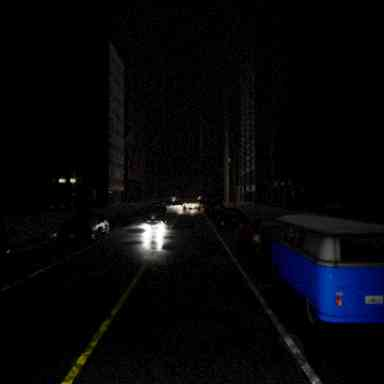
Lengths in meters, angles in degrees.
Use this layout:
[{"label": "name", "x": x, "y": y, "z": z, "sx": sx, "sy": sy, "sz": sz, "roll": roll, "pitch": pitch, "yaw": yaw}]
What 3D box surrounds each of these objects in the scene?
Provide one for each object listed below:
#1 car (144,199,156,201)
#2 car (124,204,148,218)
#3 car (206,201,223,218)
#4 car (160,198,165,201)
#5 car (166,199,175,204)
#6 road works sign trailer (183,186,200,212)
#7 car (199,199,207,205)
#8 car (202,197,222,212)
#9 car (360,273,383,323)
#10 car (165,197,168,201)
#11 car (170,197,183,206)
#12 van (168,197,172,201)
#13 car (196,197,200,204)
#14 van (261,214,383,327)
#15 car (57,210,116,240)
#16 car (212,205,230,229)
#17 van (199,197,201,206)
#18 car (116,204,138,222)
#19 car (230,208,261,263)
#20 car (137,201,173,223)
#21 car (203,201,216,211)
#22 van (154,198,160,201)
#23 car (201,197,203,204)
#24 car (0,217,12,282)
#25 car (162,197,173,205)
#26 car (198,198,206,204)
[{"label": "car", "x": -5.792, "y": 1.963, "z": 40.353, "sx": 1.752, "sy": 1.417, "sz": 4.829, "roll": 0, "pitch": -1, "yaw": 0}, {"label": "car", "x": -5.788, "y": 1.959, "z": 34.914, "sx": 1.802, "sy": 1.307, "sz": 4.206, "roll": 0, "pitch": -1, "yaw": 0}, {"label": "car", "x": 2.737, "y": 1.959, "z": 34.933, "sx": 1.802, "sy": 1.307, "sz": 4.206, "roll": 0, "pitch": -1, "yaw": 0}, {"label": "car", "x": -5.801, "y": 2.005, "z": 51.742, "sx": 1.967, "sy": 1.590, "sz": 4.097, "roll": 0, "pitch": -1, "yaw": 0}, {"label": "car", "x": -5.832, "y": 2.561, "z": 91.005, "sx": 2.008, "sy": 1.369, "sz": 4.403, "roll": 0, "pitch": -1, "yaw": 0}, {"label": "road works sign trailer", "x": -0.036, "y": 0.980, "z": 47.331, "sx": 2.380, "sy": 3.560, "sz": 2.880, "roll": 0, "pitch": -1, "yaw": 0}, {"label": "car", "x": 2.698, "y": 2.491, "z": 85.412, "sx": 1.887, "sy": 1.381, "sz": 4.507, "roll": 0, "pitch": -1, "yaw": 0}, {"label": "car", "x": 2.733, "y": 1.754, "z": 40.544, "sx": 2.192, "sy": 1.841, "sz": 5.009, "roll": 0, "pitch": -1, "yaw": 0}, {"label": "car", "x": 2.763, "y": 1.559, "z": 1.281, "sx": 1.887, "sy": 1.381, "sz": 4.507, "roll": 0, "pitch": -1, "yaw": 0}, {"label": "car", "x": -5.806, "y": 1.943, "z": 57.353, "sx": 2.192, "sy": 1.841, "sz": 5.009, "roll": 0, "pitch": -1, "yaw": 0}, {"label": "car", "x": -3.053, "y": 2.316, "z": 69.878, "sx": 1.994, "sy": 1.385, "sz": 4.181, "roll": 0, "pitch": -1, "yaw": 0}, {"label": "van", "x": -5.819, "y": 2.160, "z": 74.180, "sx": 1.690, "sy": 1.788, "sz": 3.998, "roll": 0, "pitch": -1, "yaw": 0}, {"label": "car", "x": 2.707, "y": 2.133, "z": 74.197, "sx": 2.192, "sy": 1.841, "sz": 5.009, "roll": 0, "pitch": -1, "yaw": 0}, {"label": "van", "x": 2.759, "y": 1.415, "z": 6.892, "sx": 1.690, "sy": 1.788, "sz": 3.998, "roll": 0, "pitch": -1, "yaw": 0}, {"label": "car", "x": -5.775, "y": 1.759, "z": 18.086, "sx": 1.947, "sy": 1.339, "sz": 4.313, "roll": 0, "pitch": -1, "yaw": 0}, {"label": "car", "x": 2.746, "y": 1.819, "z": 23.715, "sx": 1.947, "sy": 1.339, "sz": 4.313, "roll": 0, "pitch": -1, "yaw": 0}, {"label": "van", "x": 2.715, "y": 2.032, "z": 62.979, "sx": 1.690, "sy": 1.788, "sz": 3.998, "roll": 0, "pitch": -1, "yaw": 0}, {"label": "car", "x": -5.784, "y": 1.866, "z": 29.305, "sx": 2.008, "sy": 1.369, "sz": 4.403, "roll": 0, "pitch": -1, "yaw": 0}, {"label": "car", "x": 2.755, "y": 1.573, "z": 12.499, "sx": 1.967, "sy": 1.590, "sz": 4.097, "roll": 0, "pitch": -1, "yaw": 0}, {"label": "car", "x": -3.120, "y": 1.805, "z": 29.122, "sx": 2.128, "sy": 1.511, "sz": 4.902, "roll": 0, "pitch": -1, "yaw": 0}, {"label": "car", "x": 2.724, "y": 2.092, "z": 51.930, "sx": 1.752, "sy": 1.417, "sz": 4.829, "roll": 0, "pitch": -1, "yaw": 0}, {"label": "van", "x": -5.797, "y": 1.843, "z": 46.134, "sx": 1.690, "sy": 1.788, "sz": 3.998, "roll": 0, "pitch": -1, "yaw": 0}, {"label": "car", "x": 2.728, "y": 1.817, "z": 46.154, "sx": 2.192, "sy": 1.841, "sz": 5.009, "roll": 0, "pitch": -1, "yaw": 0}, {"label": "car", "x": -5.766, "y": 1.389, "z": 6.871, "sx": 2.192, "sy": 1.841, "sz": 5.009, "roll": 0, "pitch": -1, "yaw": 0}, {"label": "car", "x": -5.823, "y": 2.197, "z": 79.789, "sx": 2.192, "sy": 1.841, "sz": 5.009, "roll": 0, "pitch": -1, "yaw": 0}, {"label": "car", "x": 2.693, "y": 2.450, "z": 91.022, "sx": 1.967, "sy": 1.590, "sz": 4.097, "roll": 0, "pitch": -1, "yaw": 0}]
